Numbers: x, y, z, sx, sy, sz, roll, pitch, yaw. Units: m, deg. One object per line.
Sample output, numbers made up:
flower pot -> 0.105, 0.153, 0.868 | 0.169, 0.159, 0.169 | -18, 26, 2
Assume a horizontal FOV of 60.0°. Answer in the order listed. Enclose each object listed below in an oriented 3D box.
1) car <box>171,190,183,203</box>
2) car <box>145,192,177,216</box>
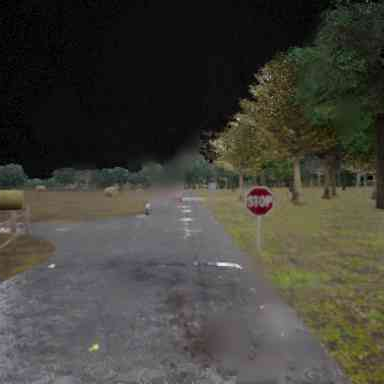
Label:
car -> -2.753, 0.697, 56.306 | 2.150, 2.045, 5.566 | 0, 1, 0
car -> -2.802, 1.125, 29.420 | 2.097, 1.767, 4.553 | 0, 0, 2
